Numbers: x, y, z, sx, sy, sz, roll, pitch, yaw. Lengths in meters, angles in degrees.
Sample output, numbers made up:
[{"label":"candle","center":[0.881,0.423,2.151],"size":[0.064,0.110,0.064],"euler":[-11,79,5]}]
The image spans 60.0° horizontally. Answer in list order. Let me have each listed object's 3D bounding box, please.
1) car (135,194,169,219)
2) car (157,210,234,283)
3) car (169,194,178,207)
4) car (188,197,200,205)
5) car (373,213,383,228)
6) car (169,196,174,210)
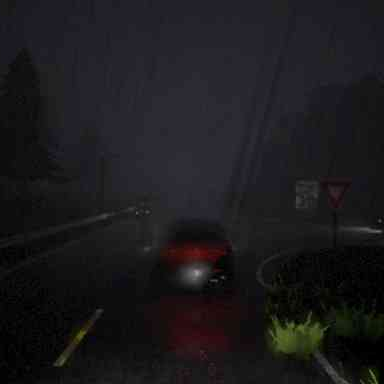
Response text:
[{"label":"car","center":[-3.599,1.271,29.635],"size":[2.150,2.045,5.566],"euler":[0,0,0]},{"label":"car","center":[0.087,1.511,9.641],"size":[1.837,1.490,4.892],"euler":[0,1,0]},{"label":"car","center":[-3.530,1.318,54.675],"size":[2.150,2.045,5.566],"euler":[0,-1,0]},{"label":"car","center":[0.340,1.590,59.827],"size":[2.128,1.511,4.902],"euler":[0,0,6]},{"label":"car","center":[12.673,1.456,18.917],"size":[4.181,1.385,1.994],"euler":[0,0,0]},{"label":"car","center":[-3.601,1.544,39.775],"size":[1.882,1.535,5.008],"euler":[0,0,0]}]
